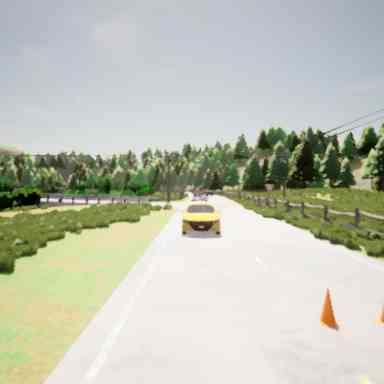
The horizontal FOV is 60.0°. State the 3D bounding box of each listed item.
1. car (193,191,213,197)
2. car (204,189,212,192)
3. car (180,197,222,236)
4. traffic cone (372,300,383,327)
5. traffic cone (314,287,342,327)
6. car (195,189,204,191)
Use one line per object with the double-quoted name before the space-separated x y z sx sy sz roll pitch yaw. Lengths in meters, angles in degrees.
"car" 0.767 1.003 34.571 2.128 1.511 4.902 0 1 1
"car" 4.615 0.276 88.987 1.837 1.490 4.892 0 1 -2
"car" 0.440 1.243 17.194 1.882 1.535 5.008 0 1 1
"traffic cone" 3.262 1.892 5.540 0.340 0.580 0.340 0 1 1
"traffic cone" 2.262 1.888 5.549 0.340 0.580 0.340 0 1 1
"car" 1.452 0.165 87.468 2.097 1.767 4.553 0 1 -1
